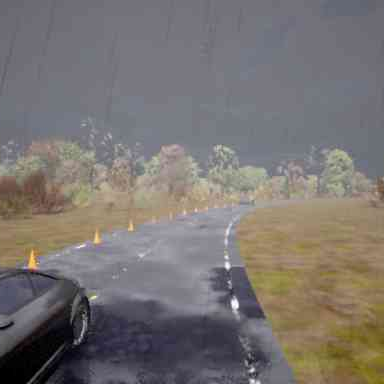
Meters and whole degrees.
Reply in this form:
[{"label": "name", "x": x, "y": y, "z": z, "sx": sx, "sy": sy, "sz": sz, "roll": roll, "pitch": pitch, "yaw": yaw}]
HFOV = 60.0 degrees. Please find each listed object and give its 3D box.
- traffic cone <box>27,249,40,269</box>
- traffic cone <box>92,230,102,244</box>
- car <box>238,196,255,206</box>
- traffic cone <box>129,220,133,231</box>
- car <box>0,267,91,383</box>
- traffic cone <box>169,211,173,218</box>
[{"label": "traffic cone", "x": -4.665, "y": 1.964, "z": 9.710, "sx": 0.340, "sy": 0.580, "sz": 0.340, "roll": 0, "pitch": 0, "yaw": 4}, {"label": "traffic cone", "x": -4.230, "y": 1.976, "z": 14.783, "sx": 0.340, "sy": 0.580, "sz": 0.340, "roll": 0, "pitch": 0, "yaw": 6}, {"label": "car", "x": 9.477, "y": 1.481, "z": 58.167, "sx": 2.097, "sy": 1.767, "sz": 4.553, "roll": 0, "pitch": 0, "yaw": 24}, {"label": "traffic cone", "x": -3.624, "y": 1.989, "z": 19.837, "sx": 0.340, "sy": 0.580, "sz": 0.340, "roll": 0, "pitch": 0, "yaw": 8}, {"label": "car", "x": -2.591, "y": 1.565, "z": 3.441, "sx": 1.994, "sy": 1.385, "sz": 4.181, "roll": 0, "pitch": 0, "yaw": 2}, {"label": "traffic cone", "x": -1.904, "y": 2.014, "z": 29.871, "sx": 0.340, "sy": 0.580, "sz": 0.340, "roll": 0, "pitch": 0, "yaw": 12}]
